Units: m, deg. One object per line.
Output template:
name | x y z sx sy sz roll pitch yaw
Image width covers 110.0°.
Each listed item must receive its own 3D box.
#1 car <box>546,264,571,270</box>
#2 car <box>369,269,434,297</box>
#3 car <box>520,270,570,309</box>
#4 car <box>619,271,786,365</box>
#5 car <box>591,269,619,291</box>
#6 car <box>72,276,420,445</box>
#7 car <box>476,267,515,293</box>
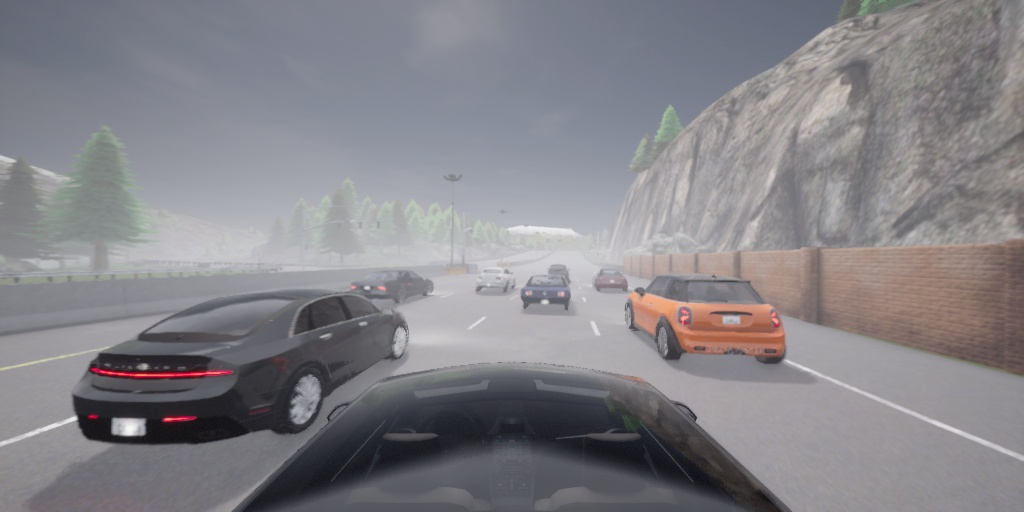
car | 4.093 1.487 31.792 1.837 1.490 4.892 1 0 9
car | -5.350 1.326 16.626 2.033 1.411 5.357 1 0 9
car | 1.564 1.454 15.588 1.895 1.301 4.718 1 0 9
car | 4.176 1.193 8.596 2.097 1.767 4.553 1 0 6
car | 6.408 1.525 23.852 1.994 1.385 4.181 1 0 9
car | -3.148 1.241 5.503 1.837 1.490 4.892 0 0 3
car | -0.948 1.390 22.114 1.812 1.442 4.674 1 0 9
